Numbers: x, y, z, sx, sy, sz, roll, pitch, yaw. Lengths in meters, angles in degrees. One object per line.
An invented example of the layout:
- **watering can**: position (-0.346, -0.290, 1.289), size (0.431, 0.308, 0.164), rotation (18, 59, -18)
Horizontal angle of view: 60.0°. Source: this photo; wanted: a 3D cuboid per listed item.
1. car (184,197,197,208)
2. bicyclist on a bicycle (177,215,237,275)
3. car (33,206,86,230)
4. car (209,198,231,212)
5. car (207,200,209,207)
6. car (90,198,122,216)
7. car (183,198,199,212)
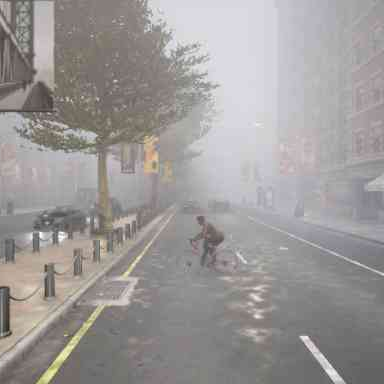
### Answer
- **car**: position (-0.188, 1.526, 48.070), size (1.812, 1.442, 4.674), rotation (0, 0, 1)
- **bicyclist on a bicycle**: position (0.402, 1.453, 8.981), size (1.656, 1.620, 0.582), rotation (0, 0, 0)
- **car**: position (-8.169, 1.563, 20.771), size (1.994, 1.385, 4.181), rotation (0, 0, 0)
- **car**: position (3.315, 1.478, 38.376), size (1.882, 1.535, 5.008), rotation (0, 0, 0)
- **car**: position (3.259, 1.564, 47.363), size (1.994, 1.385, 4.181), rotation (0, 0, 0)
- **car**: position (-8.234, 1.352, 32.030), size (2.097, 1.767, 4.553), rotation (0, 0, 0)
- **car**: position (-0.121, 1.601, 38.966), size (1.895, 1.301, 4.718), rotation (0, 0, 0)
